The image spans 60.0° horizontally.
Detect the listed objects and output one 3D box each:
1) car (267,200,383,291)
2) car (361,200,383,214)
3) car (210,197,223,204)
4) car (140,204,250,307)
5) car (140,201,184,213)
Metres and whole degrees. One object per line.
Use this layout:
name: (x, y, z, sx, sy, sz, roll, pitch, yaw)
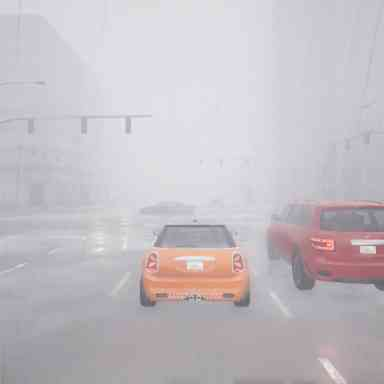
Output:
car: (3.554, 1.221, 9.174, 2.150, 2.045, 5.566, 0, 0, 3)
car: (20.533, 1.564, 35.312, 4.181, 1.385, 1.994, 0, 0, 1)
car: (3.622, 1.525, 50.087, 1.812, 1.442, 4.674, 0, 0, 1)
car: (0.075, 1.352, 8.154, 2.097, 1.767, 4.553, 0, 0, 1)
car: (-2.261, 1.547, 32.093, 5.357, 1.411, 2.033, 0, 0, 1)
